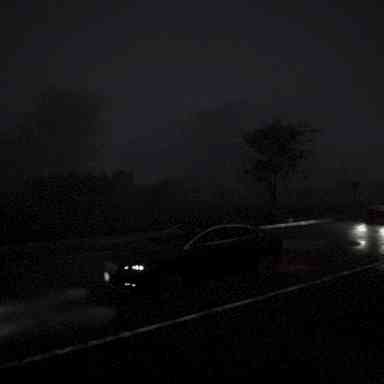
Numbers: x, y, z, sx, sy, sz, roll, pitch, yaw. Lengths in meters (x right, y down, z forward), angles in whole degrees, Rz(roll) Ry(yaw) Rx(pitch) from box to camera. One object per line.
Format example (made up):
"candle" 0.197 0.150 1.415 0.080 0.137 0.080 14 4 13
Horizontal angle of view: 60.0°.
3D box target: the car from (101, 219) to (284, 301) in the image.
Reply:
"car" 0.219 1.480 8.396 4.902 1.511 2.128 -1 1 -35

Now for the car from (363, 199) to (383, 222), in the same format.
"car" 13.341 1.151 22.093 5.008 1.535 1.882 -1 1 -35
